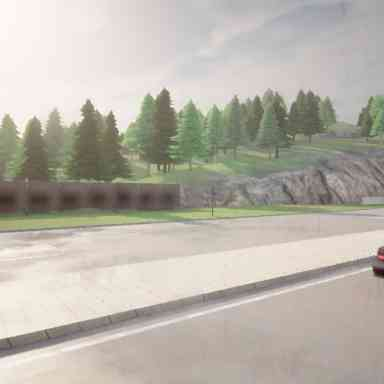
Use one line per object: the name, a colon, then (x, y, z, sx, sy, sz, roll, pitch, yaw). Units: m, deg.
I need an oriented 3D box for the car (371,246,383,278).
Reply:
car: (6.712, 1.548, 8.536, 5.357, 1.411, 2.033, 0, 0, -36)
